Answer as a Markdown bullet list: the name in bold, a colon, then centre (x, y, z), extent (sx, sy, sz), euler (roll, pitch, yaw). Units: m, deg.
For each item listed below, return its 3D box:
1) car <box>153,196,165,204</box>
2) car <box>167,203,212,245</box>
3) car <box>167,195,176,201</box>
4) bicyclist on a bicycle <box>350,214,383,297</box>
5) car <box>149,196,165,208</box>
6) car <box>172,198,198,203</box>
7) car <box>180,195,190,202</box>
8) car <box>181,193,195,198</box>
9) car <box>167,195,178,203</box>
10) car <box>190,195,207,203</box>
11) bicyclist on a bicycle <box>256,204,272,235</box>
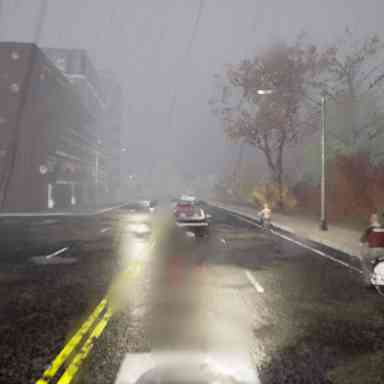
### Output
- **car**: centre (-6.486, 1.544, 65.551), extent (2.128, 1.511, 4.902), euler (0, 0, -5)
- **car**: centre (-0.120, 1.506, 15.651), extent (2.128, 1.511, 4.902), euler (0, 0, -1)
- **car**: centre (-4.999, 1.467, 82.075), extent (1.882, 1.535, 5.008), euler (0, 0, -7)
- **bicyclist on a bicycle**: centre (4.071, 1.376, 7.637), extent (0.659, 1.776, 1.843), euler (0, 0, -1)
- **car**: centre (-5.145, 1.604, 48.702), extent (1.994, 1.385, 4.181), euler (0, 0, -4)
- **car**: centre (-0.795, 1.592, 33.620), extent (1.994, 1.385, 4.181), euler (0, 0, -3)
- **car**: centre (-1.755, 1.563, 82.313), extent (1.812, 1.442, 4.674), euler (0, 0, -7)
- **car**: centre (-0.430, 1.263, 70.450), extent (2.150, 2.045, 5.566), euler (0, 0, -6)
- **car**: centre (-3.871, 1.636, 72.122), extent (1.895, 1.301, 4.718), euler (0, 0, -6)
- **car**: centre (1.203, 1.635, 53.392), extent (1.895, 1.301, 4.718), euler (0, 0, -4)
- **bicyclist on a bicycle**: centre (3.906, 1.450, 17.690), extent (0.866, 1.612, 1.509), euler (0, 0, -2)
